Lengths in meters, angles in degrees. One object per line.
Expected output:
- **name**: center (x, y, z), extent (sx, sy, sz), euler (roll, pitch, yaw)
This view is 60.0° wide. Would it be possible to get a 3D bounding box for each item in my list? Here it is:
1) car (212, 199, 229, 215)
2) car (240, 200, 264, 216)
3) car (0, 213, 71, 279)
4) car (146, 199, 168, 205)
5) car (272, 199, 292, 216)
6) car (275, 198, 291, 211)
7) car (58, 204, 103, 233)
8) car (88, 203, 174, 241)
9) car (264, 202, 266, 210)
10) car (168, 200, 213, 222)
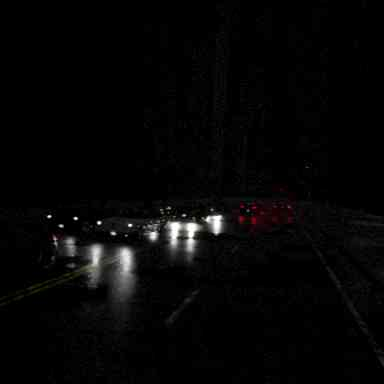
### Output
- **car**: center (2.676, 1.531, 35.286), extent (2.128, 1.511, 4.902), euler (3, 0, 16)
- **car**: center (6.347, 1.729, 35.968), extent (1.812, 1.442, 4.674), euler (3, 0, 16)
- **car**: center (-5.002, 1.321, 7.562), extent (1.994, 1.385, 4.181), euler (3, 0, 15)
- **car**: center (-2.916, 1.331, 27.360), extent (1.812, 1.442, 4.674), euler (3, 0, 16)
- **car**: center (10.495, 1.736, 38.620), extent (2.097, 1.767, 4.553), euler (3, 0, 15)
- **car**: center (13.460, 1.846, 49.401), extent (2.097, 1.767, 4.553), euler (3, 0, 15)
- **car**: center (-5.563, 1.309, 17.765), extent (1.895, 1.301, 4.718), euler (3, 0, 15)
- **car**: center (-2.686, 1.442, 15.987), extent (1.895, 1.301, 4.718), euler (3, 0, 15)
- **car**: center (9.638, 1.851, 48.011), extent (1.812, 1.442, 4.674), euler (3, 0, 16)
- **car**: center (-0.017, 1.504, 25.640), extent (1.994, 1.385, 4.181), euler (3, 0, 16)
